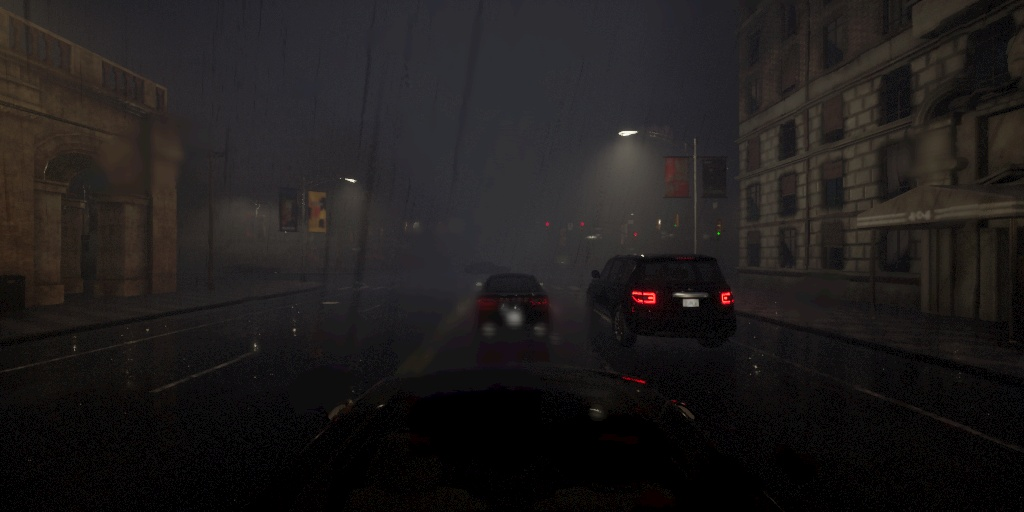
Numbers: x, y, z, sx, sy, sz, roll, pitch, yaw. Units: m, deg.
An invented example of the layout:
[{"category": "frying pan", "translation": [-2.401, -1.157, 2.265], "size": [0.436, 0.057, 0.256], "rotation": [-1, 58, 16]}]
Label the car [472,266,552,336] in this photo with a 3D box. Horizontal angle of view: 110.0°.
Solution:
[{"category": "car", "translation": [-0.011, 1.228, 10.494], "size": [1.882, 1.535, 5.008], "rotation": [0, 0, -2]}]

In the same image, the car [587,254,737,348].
[{"category": "car", "translation": [3.455, 0.971, 9.415], "size": [2.150, 2.045, 5.566], "rotation": [0, 0, 2]}]

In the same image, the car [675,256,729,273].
[{"category": "car", "translation": [23.387, 0.971, 44.270], "size": [5.566, 2.045, 2.150], "rotation": [0, 0, 1]}]

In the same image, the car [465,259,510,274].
[{"category": "car", "translation": [-2.358, 1.275, 35.933], "size": [4.674, 1.442, 1.812], "rotation": [0, 0, 0]}]

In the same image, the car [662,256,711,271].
[{"category": "car", "translation": [23.182, 0.971, 47.781], "size": [5.566, 2.045, 2.150], "rotation": [0, 0, 0]}]

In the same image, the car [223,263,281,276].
[{"category": "car", "translation": [-25.806, 1.351, 35.782], "size": [4.718, 1.301, 1.895], "rotation": [0, 0, 0]}]

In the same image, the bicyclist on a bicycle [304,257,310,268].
[{"category": "bicyclist on a bicycle", "translation": [-31.577, 1.050, 55.228], "size": [0.582, 1.620, 1.656], "rotation": [0, 0, 0]}]

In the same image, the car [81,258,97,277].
[{"category": "car", "translation": [-41.376, 1.227, 35.687], "size": [5.008, 1.535, 1.882], "rotation": [0, 0, 0]}]
